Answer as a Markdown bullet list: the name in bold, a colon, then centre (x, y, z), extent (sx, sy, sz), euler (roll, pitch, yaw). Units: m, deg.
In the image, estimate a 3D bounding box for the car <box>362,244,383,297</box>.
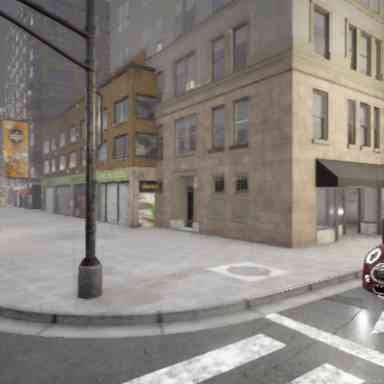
- **car**: centre (5.858, 1.374, 7.557), extent (4.553, 1.767, 2.097), euler (0, 0, -36)
